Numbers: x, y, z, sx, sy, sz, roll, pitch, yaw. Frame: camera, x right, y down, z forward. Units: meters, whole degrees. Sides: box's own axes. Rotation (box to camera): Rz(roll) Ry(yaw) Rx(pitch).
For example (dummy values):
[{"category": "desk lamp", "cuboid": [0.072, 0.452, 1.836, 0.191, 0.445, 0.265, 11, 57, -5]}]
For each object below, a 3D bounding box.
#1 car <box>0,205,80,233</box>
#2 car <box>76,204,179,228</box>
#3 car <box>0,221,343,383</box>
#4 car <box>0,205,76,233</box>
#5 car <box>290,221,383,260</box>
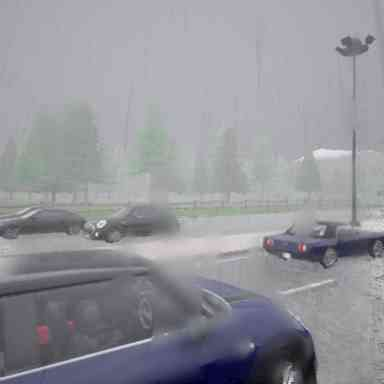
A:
[{"category": "car", "cuboid": [-9.391, 1.543, 19.999, 4.674, 1.442, 1.812, 0, 0, -36]}, {"category": "car", "cuboid": [-2.841, 1.385, 16.086, 4.553, 1.767, 2.097, 0, 0, -35]}, {"category": "car", "cuboid": [-0.862, 1.357, 3.128, 4.553, 1.767, 2.097, 0, 0, -35]}, {"category": "car", "cuboid": [-7.608, 1.542, 16.972, 4.674, 1.442, 1.812, 0, 0, -36]}, {"category": "car", "cuboid": [4.691, 1.651, 11.382, 4.718, 1.301, 1.895, 0, 0, -35]}]
